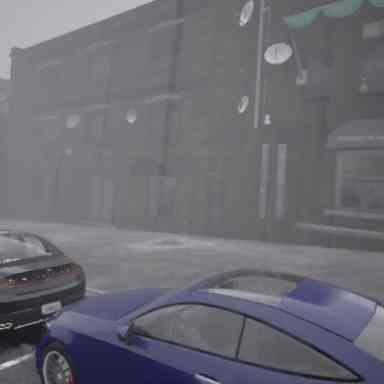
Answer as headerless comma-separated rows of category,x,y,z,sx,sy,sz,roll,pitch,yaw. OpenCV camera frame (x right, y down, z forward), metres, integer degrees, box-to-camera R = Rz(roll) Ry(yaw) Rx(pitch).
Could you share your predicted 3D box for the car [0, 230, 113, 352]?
car,-4.101,1.491,6.453,4.892,1.521,2.231,0,0,35
